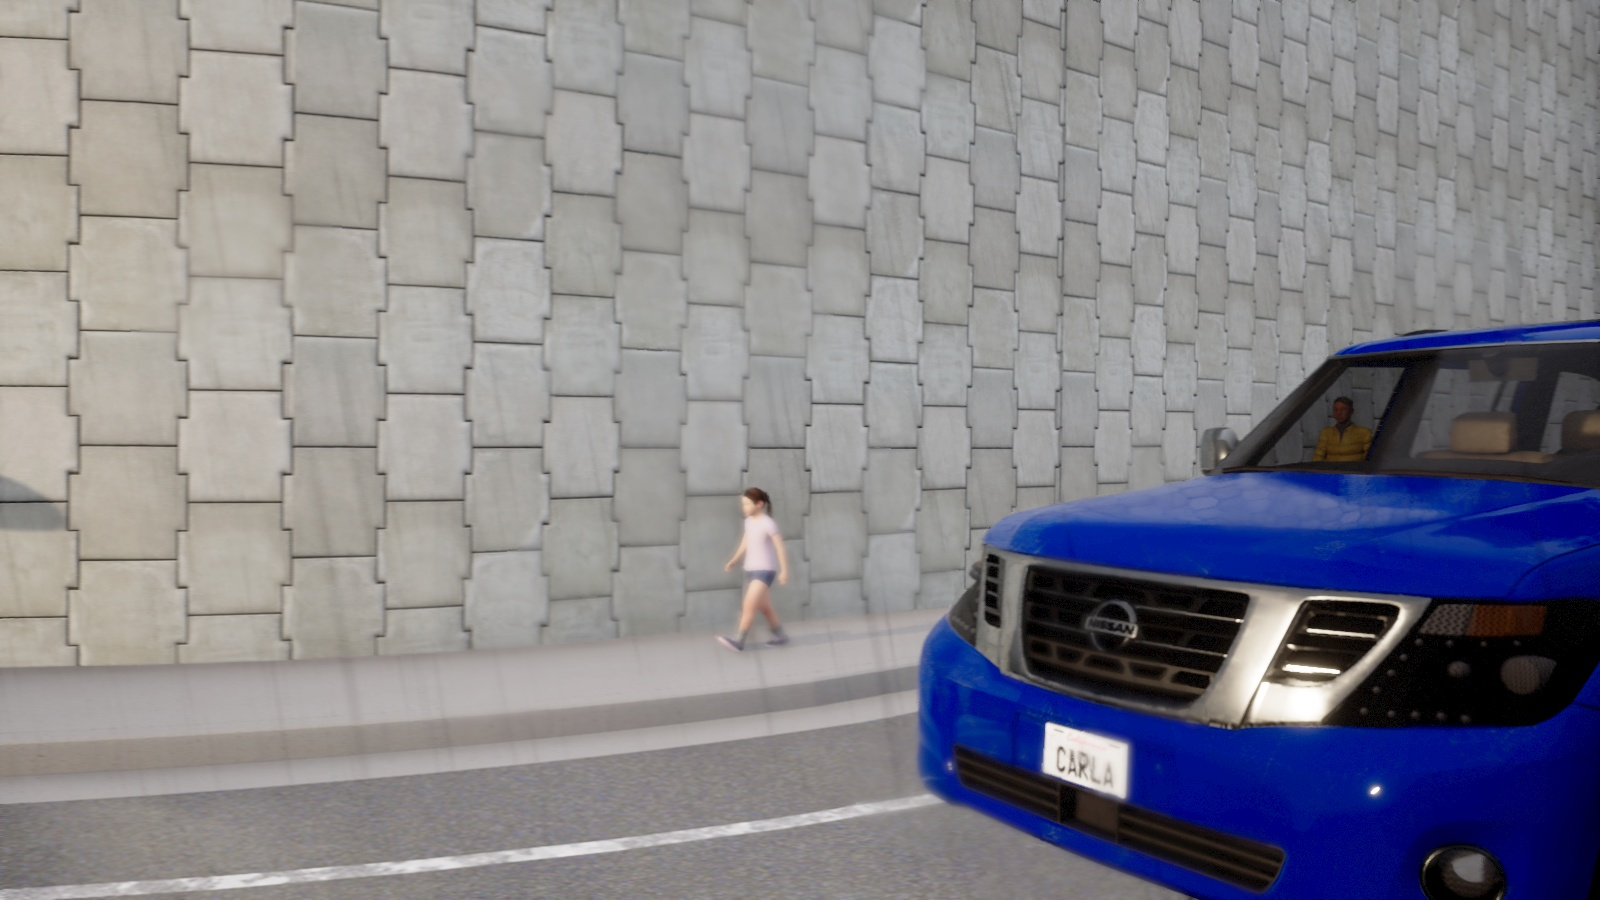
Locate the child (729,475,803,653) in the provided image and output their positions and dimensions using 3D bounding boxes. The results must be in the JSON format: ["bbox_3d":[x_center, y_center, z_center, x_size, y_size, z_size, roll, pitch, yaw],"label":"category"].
[{"bbox_3d":[-0.220,0.727,8.144,0.394,1.110,0.255,-1,1,-32],"label":"child"}]

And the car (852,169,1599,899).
[{"bbox_3d":[3.100,0.415,4.926,5.566,2.045,2.150,-1,1,-34],"label":"car"}]
